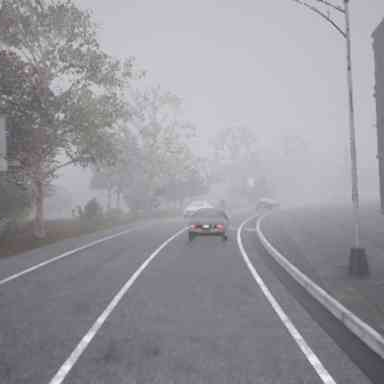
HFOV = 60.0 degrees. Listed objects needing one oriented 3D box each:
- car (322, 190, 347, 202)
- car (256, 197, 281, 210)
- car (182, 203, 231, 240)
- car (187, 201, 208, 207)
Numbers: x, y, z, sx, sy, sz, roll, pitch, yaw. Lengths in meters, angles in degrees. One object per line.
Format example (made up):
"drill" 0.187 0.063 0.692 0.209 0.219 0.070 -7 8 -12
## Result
"car" 27.118 0.671 63.372 5.566 2.045 2.150 -3 -3 -32
"car" 9.176 1.370 40.168 1.812 1.442 4.674 -4 -1 30
"car" 0.956 1.536 16.927 2.033 1.411 5.357 -1 0 8
"car" 0.646 1.579 30.047 1.812 1.442 4.674 -2 -1 20
